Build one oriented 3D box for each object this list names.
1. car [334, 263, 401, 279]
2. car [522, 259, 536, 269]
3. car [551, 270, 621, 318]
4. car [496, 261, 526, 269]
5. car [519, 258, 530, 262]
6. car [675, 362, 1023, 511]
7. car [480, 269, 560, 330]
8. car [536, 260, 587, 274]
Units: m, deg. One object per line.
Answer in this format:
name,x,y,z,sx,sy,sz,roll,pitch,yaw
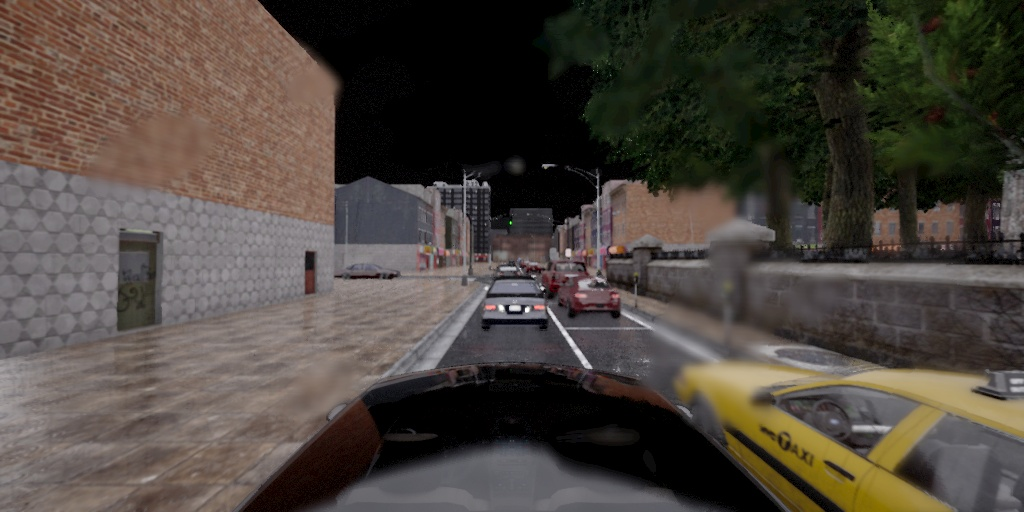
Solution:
car,-12.062,1.318,29.795,5.357,1.411,2.033,0,-1,-4
car,2.617,1.398,44.687,1.888,1.381,4.507,0,0,0
car,2.633,1.349,12.809,1.802,1.307,4.207,0,0,0
car,-0.423,1.321,25.840,1.812,1.442,4.674,0,0,-6
car,2.608,1.462,60.998,1.888,1.381,4.507,0,0,0
car,2.639,1.276,2.080,1.751,1.417,4.829,0,0,0
car,0.075,1.311,11.152,2.033,1.411,5.357,0,0,0
car,2.630,1.093,18.258,2.192,1.841,5.009,0,0,0
